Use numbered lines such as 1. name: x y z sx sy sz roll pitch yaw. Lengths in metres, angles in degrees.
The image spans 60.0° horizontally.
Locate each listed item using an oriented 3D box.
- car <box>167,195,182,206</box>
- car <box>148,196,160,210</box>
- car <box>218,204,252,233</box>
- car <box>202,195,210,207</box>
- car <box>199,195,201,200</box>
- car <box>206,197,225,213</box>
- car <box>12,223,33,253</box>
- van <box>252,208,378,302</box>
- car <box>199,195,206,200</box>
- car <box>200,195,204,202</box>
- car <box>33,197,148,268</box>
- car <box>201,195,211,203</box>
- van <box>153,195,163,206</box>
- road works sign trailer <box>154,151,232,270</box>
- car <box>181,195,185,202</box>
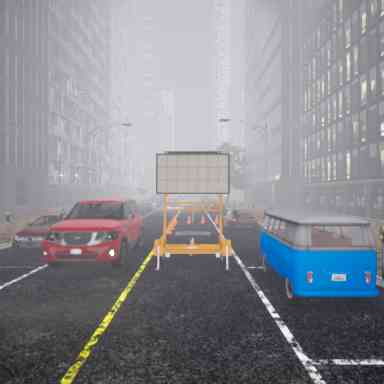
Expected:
1. car: -2.956 1.589 52.793 1.895 1.301 4.718 0 0 0
2. car: -5.580 1.548 42.156 2.008 1.369 4.403 0 0 0
3. car: 2.740 1.581 19.360 1.802 1.307 4.206 0 0 0
4. car: 2.817 1.544 47.822 2.008 1.369 4.403 0 0 0
5. car: 2.863 1.410 64.900 1.967 1.590 4.097 0 0 0
6. car: 2.786 1.581 36.438 1.802 1.307 4.206 0 0 0
7. car: -5.656 1.582 13.693 1.802 1.307 4.206 0 0 0
8. van: 2.709 1.341 7.976 1.690 1.788 3.998 0 0 0
9. car: 2.939 1.463 93.362 1.887 1.381 4.507 0 0 0
10. car: 2.832 1.538 53.515 2.008 1.369 4.403 0 0 0
11. car: -3.071 1.221 11.584 2.150 2.045 5.566 0 0 0
12. car: 2.878 1.401 70.592 1.967 1.590 4.097 0 0 0
13. van: -5.548 1.328 53.541 1.690 1.788 3.998 0 0 0
14. road works sign trailer: 0.027 0.464 11.002 2.380 3.560 2.880 0 0 0
15. car: -2.793 1.474 78.338 1.812 1.442 4.674 0 0 0
